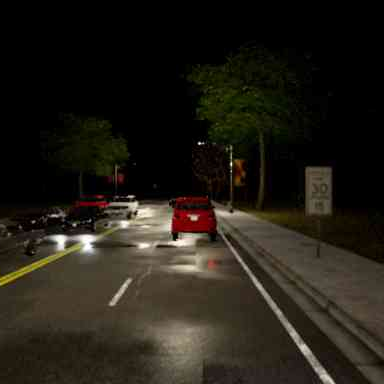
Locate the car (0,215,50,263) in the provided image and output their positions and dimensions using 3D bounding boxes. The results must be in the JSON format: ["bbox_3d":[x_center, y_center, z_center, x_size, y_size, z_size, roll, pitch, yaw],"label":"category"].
[{"bbox_3d":[-6.588,1.648,10.619,1.895,1.301,4.718,0,0,1],"label":"car"}]

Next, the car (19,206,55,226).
[{"bbox_3d":[-9.770,1.648,21.747,2.033,1.411,5.357,0,0,0],"label":"car"}]

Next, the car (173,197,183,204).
[{"bbox_3d":[-3.237,1.936,76.484,1.994,1.385,4.181,0,0,0],"label":"car"}]

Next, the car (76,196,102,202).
[{"bbox_3d":[-9.745,1.374,32.094,2.150,2.045,5.566,0,0,0],"label":"car"}]

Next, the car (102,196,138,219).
[{"bbox_3d":[-6.515,1.371,31.623,2.150,2.045,5.566,0,0,0],"label":"car"}]

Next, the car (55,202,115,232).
[{"bbox_3d":[-6.534,1.601,20.947,1.837,1.490,4.892,0,0,0],"label":"car"}]

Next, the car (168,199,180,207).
[{"bbox_3d":[-3.140,1.894,59.976,1.895,1.301,4.718,0,0,0],"label":"car"}]

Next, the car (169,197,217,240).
[{"bbox_3d":[0.103,1.302,17.721,2.150,2.045,5.566,0,0,0],"label":"car"}]

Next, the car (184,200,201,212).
[{"bbox_3d":[0.107,1.754,42.906,2.033,1.411,5.357,0,0,0],"label":"car"}]
